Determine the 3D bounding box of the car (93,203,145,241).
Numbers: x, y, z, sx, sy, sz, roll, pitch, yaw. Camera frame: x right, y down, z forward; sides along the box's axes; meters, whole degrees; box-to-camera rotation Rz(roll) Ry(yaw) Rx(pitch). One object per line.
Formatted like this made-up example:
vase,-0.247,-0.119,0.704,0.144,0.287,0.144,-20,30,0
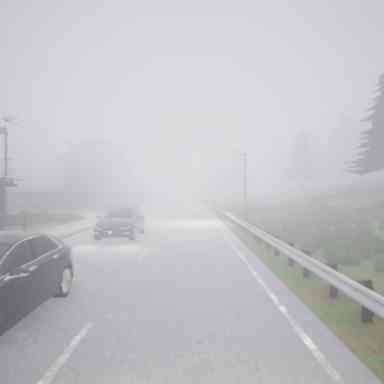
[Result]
car,-3.551,1.529,16.915,1.837,1.490,4.892,0,0,1

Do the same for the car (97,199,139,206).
car,-8.310,1.543,37.304,4.902,1.511,2.128,0,0,10

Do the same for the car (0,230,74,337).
car,-3.593,1.513,5.757,1.837,1.490,4.892,0,0,0
